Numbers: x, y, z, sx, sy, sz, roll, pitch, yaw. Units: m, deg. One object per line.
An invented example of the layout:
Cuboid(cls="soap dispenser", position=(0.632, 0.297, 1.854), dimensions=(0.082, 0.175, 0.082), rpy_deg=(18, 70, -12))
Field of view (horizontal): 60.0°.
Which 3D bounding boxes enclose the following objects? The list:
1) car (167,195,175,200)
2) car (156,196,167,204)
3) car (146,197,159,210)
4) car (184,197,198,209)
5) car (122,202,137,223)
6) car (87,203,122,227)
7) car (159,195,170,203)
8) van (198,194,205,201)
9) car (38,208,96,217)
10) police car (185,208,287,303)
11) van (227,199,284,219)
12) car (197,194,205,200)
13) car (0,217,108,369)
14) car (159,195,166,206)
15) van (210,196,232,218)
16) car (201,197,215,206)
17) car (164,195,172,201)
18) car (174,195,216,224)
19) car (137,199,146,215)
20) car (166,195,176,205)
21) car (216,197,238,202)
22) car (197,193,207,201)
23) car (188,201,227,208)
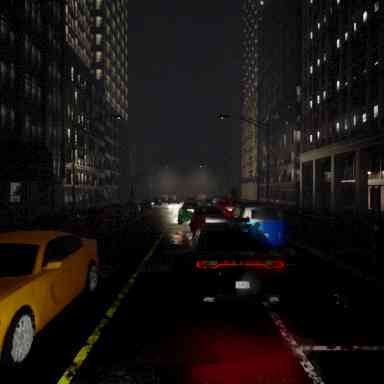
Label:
Cuboid(cls="car", position=(-5.922, 1.539, 93.509), dimensions=(1.947, 1.339, 4.313), rpy_deg=(-1, 0, 0))
Cuboid(cls="car", position=(-5.853, 1.565, 65.090), dimensions=(1.802, 1.307, 4.206), rpy_deg=(-1, 0, 0))
Cuboid(cls="car", position=(-5.799, 1.541, 42.356), dimensions=(2.008, 1.369, 4.403), rpy_deg=(-1, 0, 0))
Cuboid(cls="car", position=(-0.086, 1.514, 46.325), dimensions=(1.812, 1.442, 4.674), rpy_deg=(0, 0, 0))
Cuboid(cls="car", position=(-5.759, 1.545, 25.305), dimensions=(2.008, 1.369, 4.403), rpy_deg=(-1, 0, 0))
Cuboid(cls="car", position=(-5.744, 1.540, 19.621), dimensions=(1.887, 1.381, 4.507), rpy_deg=(-1, 0, 0))
Cuboid(cls="car", position=(-5.868, 1.421, 70.774), dimensions=(1.967, 1.590, 4.097), rpy_deg=(-1, 0, 0))
Cuboid(cls="van", position=(2.471, 1.317, 87.845), dimensions=(1.690, 1.788, 3.998), rpy_deg=(-1, 0, 0))
Cuboid(cls="car", position=(-5.731, 1.563, 13.938), dimensions=(1.947, 1.339, 4.313), rpy_deg=(-1, 0, 0))
Cuboid(cls="police car", position=(0.880, 1.423, 8.410), dimensions=(1.930, 1.638, 5.238), rpy_deg=(0, 0, 0))
Cuboid(cls="van", position=(2.648, 1.338, 13.958), dimensions=(1.690, 1.788, 3.998), rpy_deg=(-1, 0, 0))
Cuboid(cls="car", position=(2.458, 1.413, 93.529), dimensions=(1.967, 1.590, 4.097), rpy_deg=(-1, 0, 0))
Cuboid(cls="car", position=(-3.116, 1.476, 5.920), dimensions=(1.882, 1.535, 5.008), rpy_deg=(0, 0, 0))
Cuboid(cls="car", position=(-5.826, 1.537, 53.723), dimensions=(2.008, 1.369, 4.403), rpy_deg=(-1, 0, 0))
Cuboid(cls="van", position=(2.607, 1.334, 31.009), dimensions=(1.690, 1.788, 3.998), rpy_deg=(-1, 0, 0))
Cuboid(cls="car", position=(2.555, 1.537, 53.743), dimensions=(2.008, 1.369, 4.403), rpy_deg=(-1, 0, 0))
Cuboid(cls="car", position=(-5.894, 1.503, 81.972), dimensions=(1.752, 1.417, 4.829), rpy_deg=(-1, 0, 0))
Cuboid(cls="car", position=(0.325, 1.346, 24.395), dimensions=(2.097, 1.767, 4.553), rpy_deg=(0, 0, 8))
Cuboid(cls="car", position=(-5.771, 1.575, 30.989), dimensions=(1.802, 1.307, 4.206), rpy_deg=(-1, 0, 0))
Cuboid(cls="car", position=(-3.136, 1.477, 56.620), dimensions=(2.128, 1.511, 4.902), rpy_deg=(0, 0, 0))
Cuboid(cls="car", position=(2.620, 1.309, 25.325), dimensions=(2.192, 1.841, 5.009), rpy_deg=(-1, 0, 0))
Cuboid(cls="car", position=(2.484, 1.293, 82.162), dimensions=(2.192, 1.841, 5.009), rpy_deg=(-1, 0, 0))
Cuboid(cls="car", position=(0.856, 1.473, 18.300), dimensions=(1.882, 1.535, 5.008), rpy_deg=(0, 0, 0))
